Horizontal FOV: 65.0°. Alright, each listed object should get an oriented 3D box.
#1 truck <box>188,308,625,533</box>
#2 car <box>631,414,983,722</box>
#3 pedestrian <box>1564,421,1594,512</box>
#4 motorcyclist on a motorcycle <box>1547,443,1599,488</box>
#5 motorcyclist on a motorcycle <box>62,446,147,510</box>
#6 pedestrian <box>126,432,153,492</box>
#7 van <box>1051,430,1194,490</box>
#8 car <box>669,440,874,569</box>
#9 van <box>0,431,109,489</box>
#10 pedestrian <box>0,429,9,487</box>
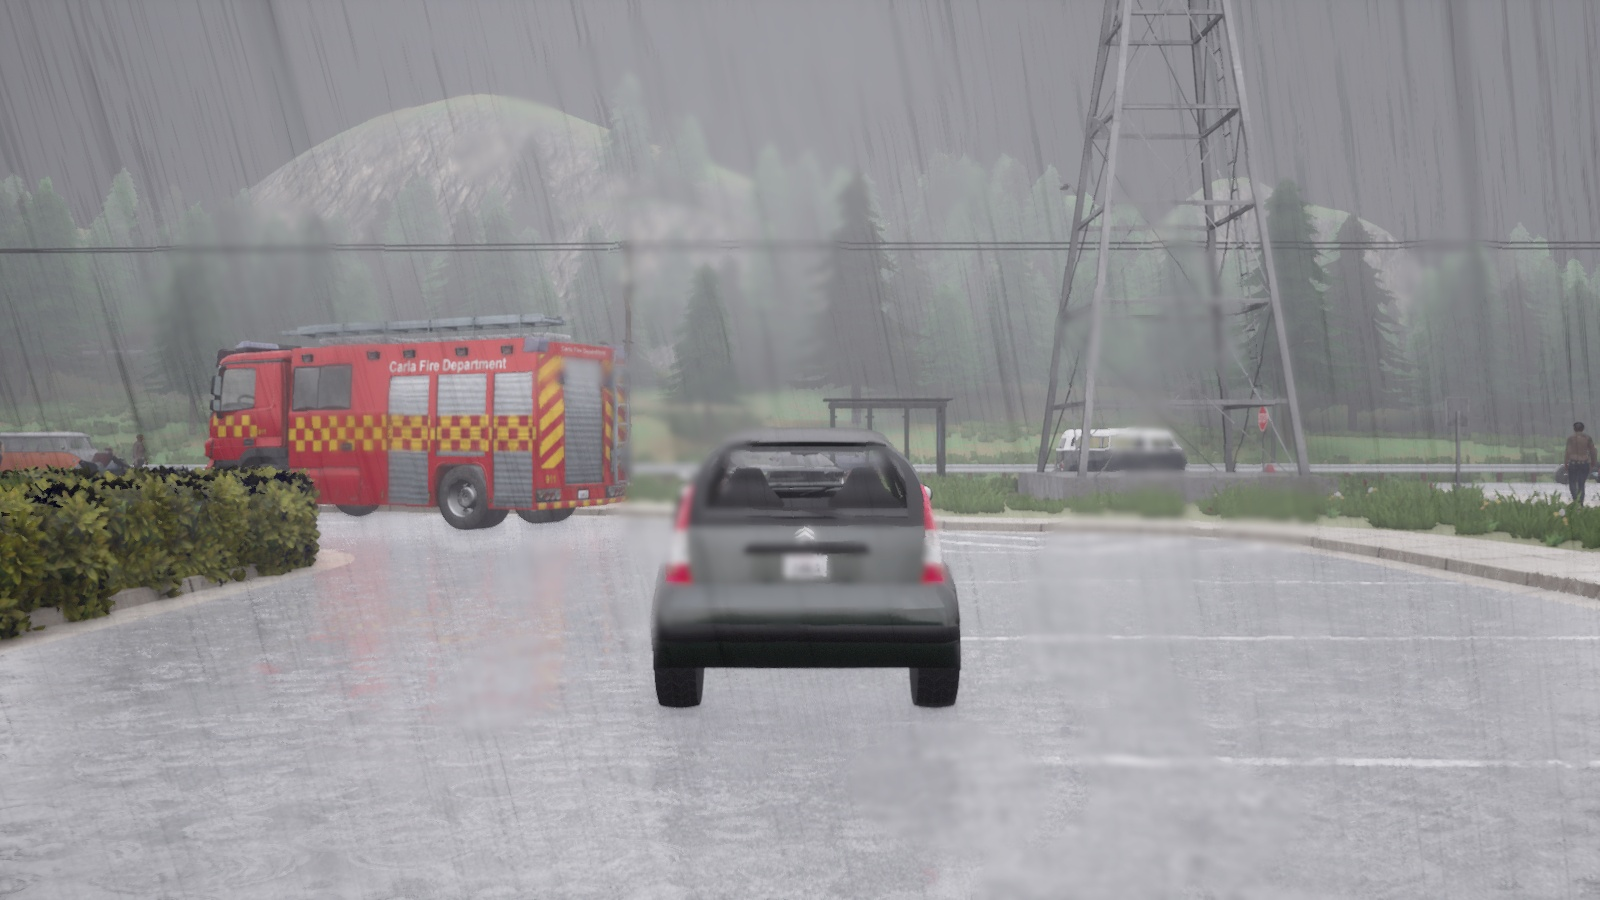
[{"bbox_3d":[-7.777,-0.510,24.505,8.468,3.827,2.891,0,0,26],"label":"truck"},{"bbox_3d":[0.041,0.615,8.605,1.851,1.617,3.988,0,0,0],"label":"car"},{"bbox_3d":[15.688,0.326,25.300,0.328,1.805,0.869,0,0,20],"label":"pedestrian"},{"bbox_3d":[29.224,0.556,46.868,2.350,1.649,0.766,0,1,-7],"label":"motorcyclist on a motorcycle"},{"bbox_3d":[-17.064,0.660,30.895,0.866,1.530,2.191,0,0,0],"label":"motorcyclist on a motorcycle"},{"bbox_3d":[-20.386,0.380,38.764,0.634,1.846,0.331,0,0,1],"label":"pedestrian"},{"bbox_3d":[11.198,0.325,43.859,4.480,2.038,2.069,0,0,1],"label":"van"},{"bbox_3d":[-0.556,0.633,17.241,2.007,1.525,4.514,0,0,-12],"label":"car"},{"bbox_3d":[-26.904,0.323,44.105,4.442,1.987,1.775,0,0,7],"label":"van"},{"bbox_3d":[-25.754,0.253,40.274,0.594,1.836,0.345,0,0,14],"label":"pedestrian"}]
